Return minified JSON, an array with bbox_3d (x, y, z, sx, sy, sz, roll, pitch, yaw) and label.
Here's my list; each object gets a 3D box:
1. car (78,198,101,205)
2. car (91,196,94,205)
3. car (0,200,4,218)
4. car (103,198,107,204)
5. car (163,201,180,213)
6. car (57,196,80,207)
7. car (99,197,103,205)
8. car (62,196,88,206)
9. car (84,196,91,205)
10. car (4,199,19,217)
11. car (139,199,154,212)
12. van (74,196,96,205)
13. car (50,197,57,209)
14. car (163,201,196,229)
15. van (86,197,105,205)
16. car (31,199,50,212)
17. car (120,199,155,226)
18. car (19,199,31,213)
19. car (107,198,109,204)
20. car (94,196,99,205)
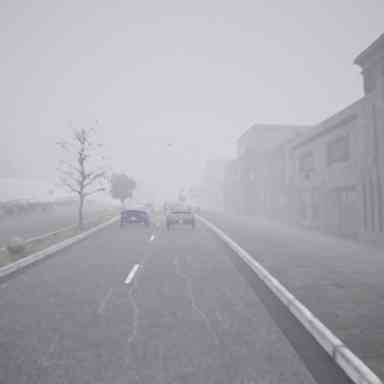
[{"bbox_3d":[-24.647,2.321,79.671,5.008,1.535,2.097,0,-2,-27],"label":"car"},{"bbox_3d":[-23.159,2.021,67.860,4.674,1.452,2.002,0,-2,-27],"label":"car"},{"bbox_3d":[-18.145,1.511,26.602,4.892,1.521,2.231,0,0,-25],"label":"car"},{"bbox_3d":[-25.548,2.515,85.487,5.366,1.575,1.946,0,-2,-27],"label":"car"},{"bbox_3d":[-2.620,1.768,41.103,1.895,1.301,4.718,0,0,-7],"label":"car"},{"bbox_3d":[-21.665,1.739,56.053,5.008,1.535,2.097,0,-1,-27],"label":"car"},{"bbox_3d":[-24.296,1.974,76.709,5.566,2.045,2.435,0,-2,-27],"label":"car"},{"bbox_3d":[-22.815,1.787,64.899,4.553,1.767,2.185,0,-1,-27],"label":"car"},{"bbox_3d":[-22.252,1.845,62.049,5.366,1.575,1.946,0,-1,-27],"label":"car"},{"bbox_3d":[-18.433,1.518,29.544,4.892,1.521,2.231,0,0,-25],"label":"car"},{"bbox_3d":[-5.871,1.688,42.972,1.812,1.442,4.674,0,-1,-7],"label":"car"},{"bbox_3d":[-23.799,1.914,73.827,4.442,1.987,1.878,0,-2,-27],"label":"van"},{"bbox_3d":[-19.822,1.568,41.297,5.008,1.535,2.097,0,-1,-27],"label":"car"},{"bbox_3d":[-0.795,1.553,22.075,2.128,1.511,4.902,0,0,-4],"label":"car"},{"bbox_3d":[-25.658,2.396,88.594,4.442,1.987,1.878,0,-2,-27],"label":"van"},{"bbox_3d":[-19.457,1.551,38.357,5.008,1.535,2.097,0,0,-27],"label":"car"},{"bbox_3d":[-3.901,1.534,23.662,1.882,1.535,5.008,0,0,-4],"label":"car"},{"bbox_3d":[-18.746,1.528,32.486,4.892,1.521,2.231,0,0,-26],"label":"car"},{"bbox_3d":[-26.159,2.596,91.475,4.553,1.767,2.185,0,-2,-27],"label":"car"},{"bbox_3d":[-23.507,1.807,70.839,5.566,2.045,2.435,0,-2,-27],"label":"car"}]
